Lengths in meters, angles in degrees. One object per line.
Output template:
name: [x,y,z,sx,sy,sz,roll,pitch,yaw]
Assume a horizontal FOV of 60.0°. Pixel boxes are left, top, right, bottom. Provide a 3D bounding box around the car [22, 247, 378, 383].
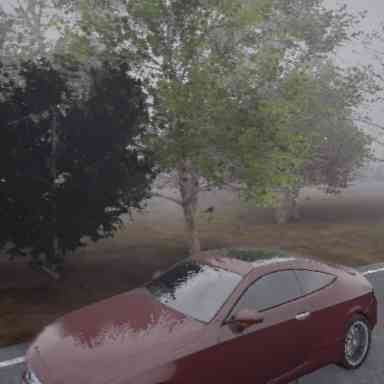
car: [0.493,1.504,4.174,4.674,1.442,1.812,0,0,-34]
